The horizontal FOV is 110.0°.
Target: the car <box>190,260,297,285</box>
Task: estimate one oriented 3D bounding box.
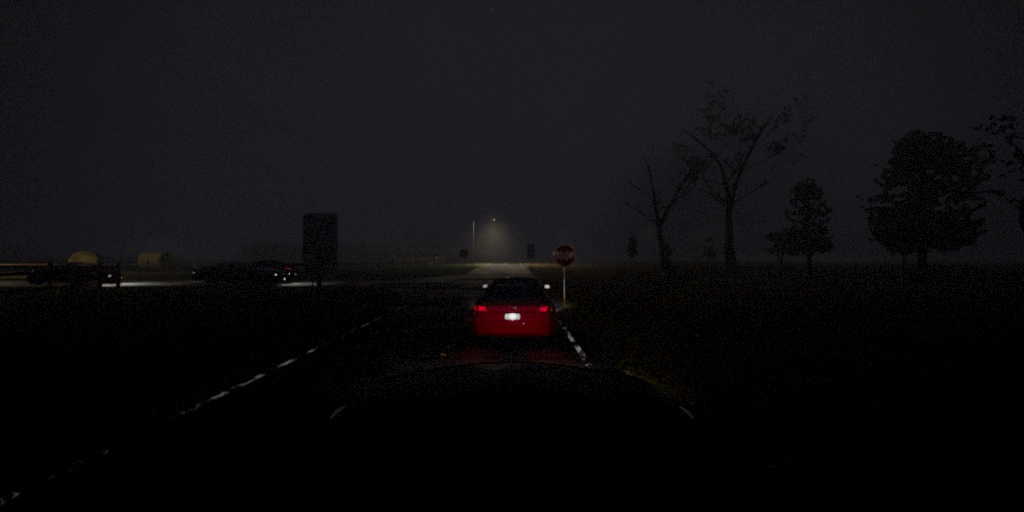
[{"bbox_3d":[-17.128,1.067,22.795,5.357,1.411,2.033,0,0,-1],"label":"car"}]

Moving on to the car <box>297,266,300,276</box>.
[{"bbox_3d":[-18.001,1.048,25.767,4.892,1.490,1.837,0,-1,-1],"label":"car"}]

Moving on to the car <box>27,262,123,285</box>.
[{"bbox_3d":[-27.323,1.074,22.530,4.181,1.385,1.994,0,0,-2],"label":"car"}]

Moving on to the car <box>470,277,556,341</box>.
[{"bbox_3d":[0.099,1.241,9.634,1.994,1.385,4.181,0,1,3],"label":"car"}]
